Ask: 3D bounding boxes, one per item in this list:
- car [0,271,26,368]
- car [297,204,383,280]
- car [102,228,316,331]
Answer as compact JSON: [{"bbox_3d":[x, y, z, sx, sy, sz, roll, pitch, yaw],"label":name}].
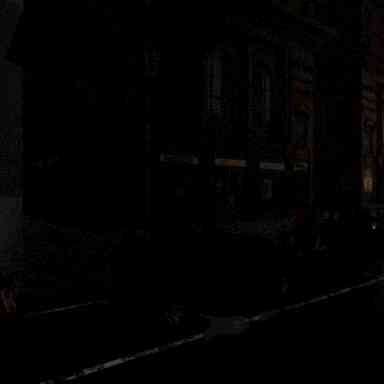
[{"bbox_3d":[-4.207,1.440,3.646,4.097,1.590,1.967,0,0,-35],"label":"car"},{"bbox_3d":[4.919,1.315,10.146,5.009,1.841,2.192,0,0,-35],"label":"car"},{"bbox_3d":[0.355,1.566,6.896,4.313,1.339,1.947,0,0,-35],"label":"car"}]
